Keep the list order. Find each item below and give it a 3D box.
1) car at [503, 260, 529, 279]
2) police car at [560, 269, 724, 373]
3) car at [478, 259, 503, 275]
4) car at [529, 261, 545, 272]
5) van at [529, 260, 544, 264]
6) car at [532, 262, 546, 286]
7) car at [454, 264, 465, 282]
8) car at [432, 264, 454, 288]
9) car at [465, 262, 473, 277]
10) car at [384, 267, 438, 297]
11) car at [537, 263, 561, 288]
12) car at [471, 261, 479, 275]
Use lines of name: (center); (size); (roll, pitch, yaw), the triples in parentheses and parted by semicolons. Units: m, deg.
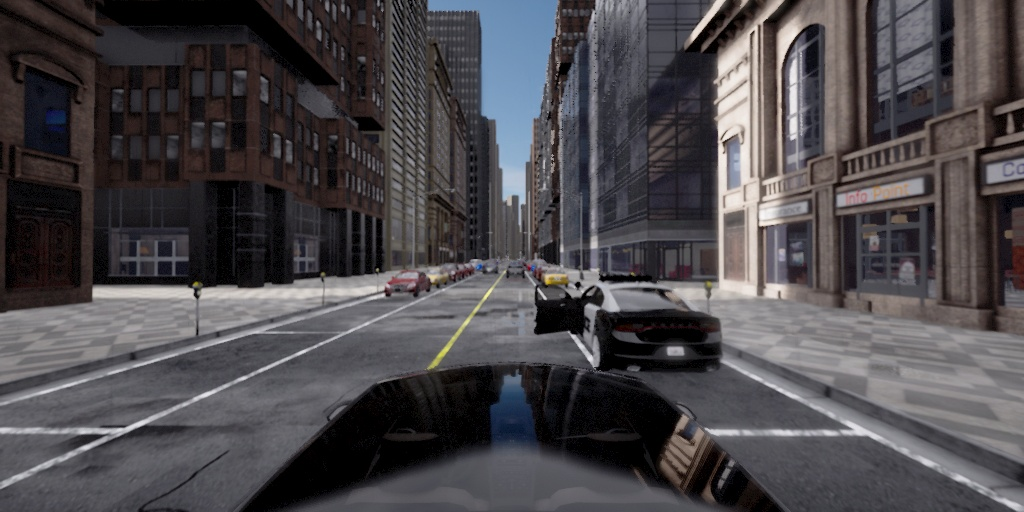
car: (0.382, 1.467, 36.620); (2.128, 1.511, 4.902); (0, 0, 1)
police car: (2.427, 1.212, 7.861); (1.930, 1.638, 5.238); (0, 0, 0)
car: (-2.644, 1.525, 44.811); (2.128, 1.511, 4.902); (0, -1, 1)
car: (3.065, 1.517, 36.469); (1.888, 1.381, 4.507); (0, 0, 0)
van: (3.112, 1.349, 42.071); (1.690, 1.789, 3.998); (0, 0, 0)
car: (3.018, 1.481, 30.867); (1.888, 1.381, 4.507); (0, 0, 0)
car: (-5.507, 1.384, 30.930); (1.967, 1.591, 4.097); (0, 0, 0)
car: (-5.556, 1.434, 25.159); (1.751, 1.417, 4.829); (0, 0, 0)
car: (-5.460, 1.526, 36.531); (1.888, 1.381, 4.507); (0, 0, 0)
car: (-5.602, 1.454, 19.727); (1.802, 1.307, 4.207); (0, 0, 0)
car: (2.972, 1.425, 25.435); (1.751, 1.417, 4.829); (0, 0, 0)
car: (-5.413, 1.563, 42.134); (1.888, 1.381, 4.507); (0, 0, 0)
